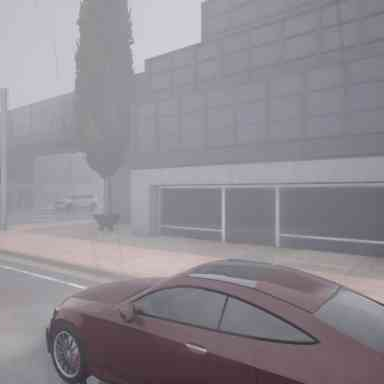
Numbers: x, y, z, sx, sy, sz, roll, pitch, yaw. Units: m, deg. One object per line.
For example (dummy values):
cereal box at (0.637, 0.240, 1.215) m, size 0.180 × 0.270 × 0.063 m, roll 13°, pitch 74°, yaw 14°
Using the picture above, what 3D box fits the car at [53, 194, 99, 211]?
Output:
car at (-13.933, 1.221, 40.390) m, size 2.150 × 2.045 × 5.566 m, roll 0°, pitch 0°, yaw 36°

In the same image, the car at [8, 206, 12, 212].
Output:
car at (-20.069, 1.601, 31.823) m, size 1.895 × 1.301 × 4.718 m, roll 0°, pitch 0°, yaw 36°

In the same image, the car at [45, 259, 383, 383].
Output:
car at (0.308, 1.526, 3.746) m, size 4.674 × 1.442 × 1.812 m, roll 0°, pitch 0°, yaw 35°
